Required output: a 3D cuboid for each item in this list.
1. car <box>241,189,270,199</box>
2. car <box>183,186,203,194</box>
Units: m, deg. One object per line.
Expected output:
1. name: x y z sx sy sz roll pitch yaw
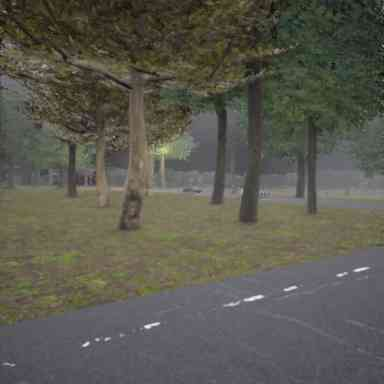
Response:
1. car: 8.612 0.131 45.647 1.812 1.442 4.674 0 2 -32
2. car: 0.151 -0.426 59.203 1.994 1.385 4.181 0 2 -32
